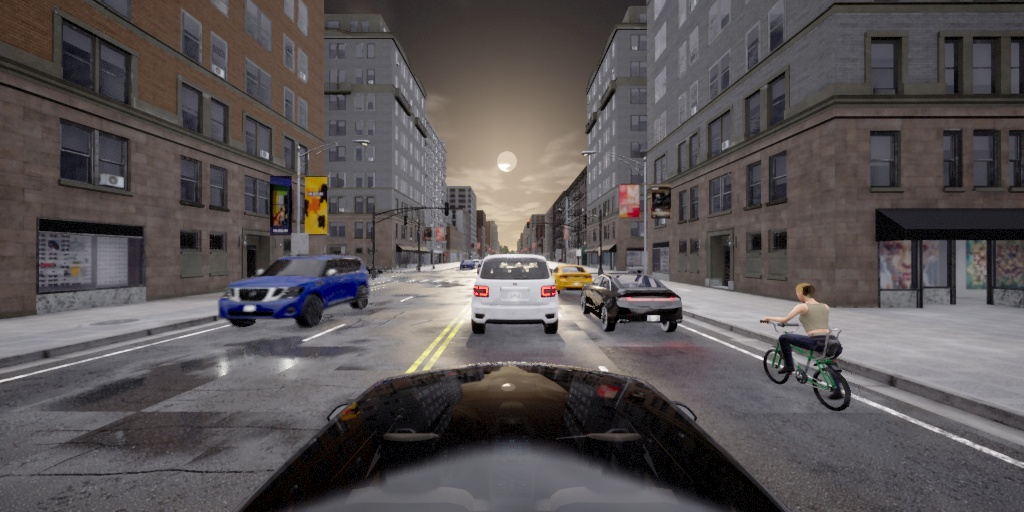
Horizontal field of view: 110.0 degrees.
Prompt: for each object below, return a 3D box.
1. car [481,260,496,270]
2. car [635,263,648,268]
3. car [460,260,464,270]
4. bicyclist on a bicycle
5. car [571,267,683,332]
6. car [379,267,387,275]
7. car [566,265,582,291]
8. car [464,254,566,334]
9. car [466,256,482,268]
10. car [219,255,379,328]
[{"bbox_3d":[-3.444,1.330,53.082,1.994,1.385,4.181,0,0,0],"label":"car"},{"bbox_3d":[14.974,1.409,38.708,4.718,1.301,1.895,0,0,1],"label":"car"},{"bbox_3d":[-6.702,1.244,54.092,1.882,1.535,5.008,0,0,0],"label":"car"},{"bbox_3d":[4.129,1.187,5.129,0.866,1.612,1.509,0,0,0],"label":"bicyclist on a bicycle"},{"bbox_3d":[3.323,1.242,10.821,2.128,1.511,4.902,0,0,0],"label":"car"},{"bbox_3d":[-15.104,1.341,35.961,4.718,1.301,1.895,0,0,-3],"label":"car"},{"bbox_3d":[3.211,1.231,20.311,1.882,1.535,5.008,0,0,0],"label":"car"},{"bbox_3d":[0.079,0.972,10.750,2.150,2.045,5.566,0,0,0],"label":"car"},{"bbox_3d":[-6.690,0.990,64.036,2.150,2.045,5.566,0,0,0],"label":"car"},{"bbox_3d":[-6.607,0.974,11.800,2.150,2.045,5.566,0,0,0],"label":"car"}]
